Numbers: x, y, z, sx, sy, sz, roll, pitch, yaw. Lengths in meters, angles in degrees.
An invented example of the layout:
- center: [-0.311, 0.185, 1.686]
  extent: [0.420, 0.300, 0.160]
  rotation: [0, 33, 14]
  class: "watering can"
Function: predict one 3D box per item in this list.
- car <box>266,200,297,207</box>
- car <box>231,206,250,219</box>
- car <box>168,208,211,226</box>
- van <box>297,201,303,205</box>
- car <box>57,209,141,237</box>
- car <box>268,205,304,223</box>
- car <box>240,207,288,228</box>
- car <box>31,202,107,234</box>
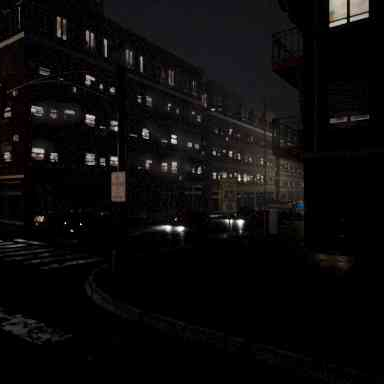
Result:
- center: [11.739, 2.050, 44.680]
  extent: [2.150, 2.045, 5.566]
  rotation: [0, -1, 35]
  class: "car"
- center: [5.563, 2.196, 35.935]
  extent: [1.994, 1.385, 4.181]
  rotation: [0, -1, 34]
  class: "car"
- center: [-0.150, 2.013, 27.759]
  extent: [1.994, 1.385, 4.181]
  rotation: [0, -1, 34]
  class: "car"
- center: [18.399, 2.464, 58.836]
  extent: [1.690, 1.788, 3.998]
  rotation: [-1, -2, 35]
  class: "van"
- center: [-5.390, 1.884, 20.286]
  extent: [1.895, 1.301, 4.718]
  rotation: [0, -1, 36]
  class: "car"
- center: [8.995, 2.121, 30.807]
  extent: [2.008, 1.369, 4.403]
  rotation: [-2, -2, 35]
  class: "car"
- center: [5.739, 2.048, 26.146]
  extent: [1.802, 1.307, 4.206]
  rotation: [-2, -2, 35]
  class: "car"
- center: [-7.651, 1.604, 21.569]
  extent: [2.192, 1.841, 5.009]
  rotation: [-1, -2, 35]
  class: "car"
